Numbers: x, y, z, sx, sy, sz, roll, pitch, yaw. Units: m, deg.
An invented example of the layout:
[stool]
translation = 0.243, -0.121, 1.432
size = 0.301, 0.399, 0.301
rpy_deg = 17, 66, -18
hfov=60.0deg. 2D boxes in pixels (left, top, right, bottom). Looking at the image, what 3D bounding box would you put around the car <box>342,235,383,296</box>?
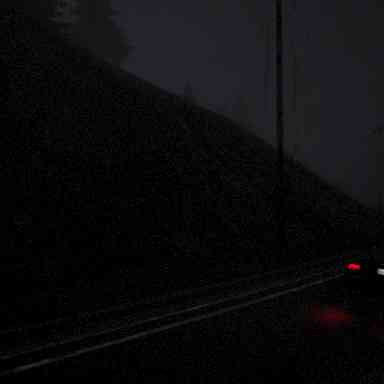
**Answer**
[car]
translation = 5.627, 1.594, 7.986
size = 5.357, 1.411, 2.033
rpy_deg = 0, -1, -40
